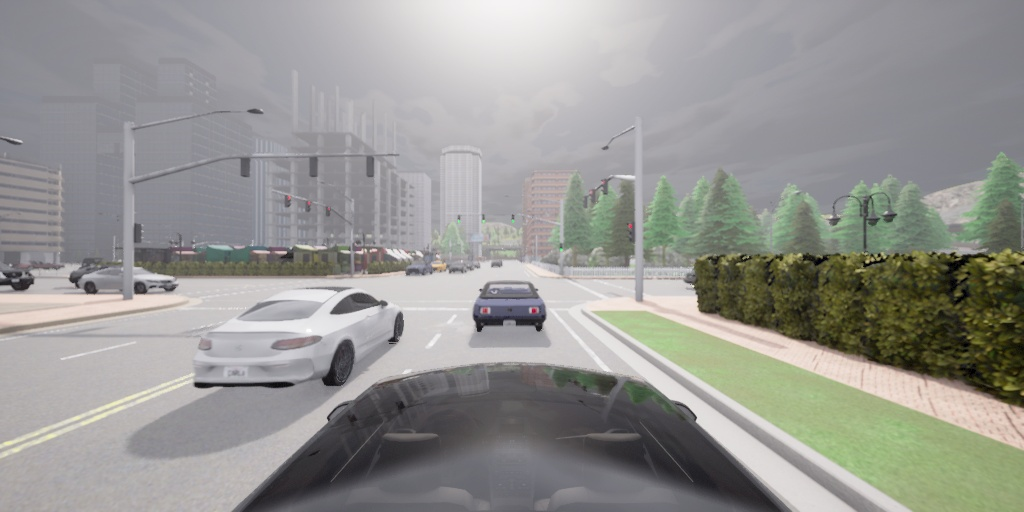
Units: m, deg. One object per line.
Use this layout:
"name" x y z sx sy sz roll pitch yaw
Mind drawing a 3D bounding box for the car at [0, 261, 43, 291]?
"car" -31.502 1.076 20.837 5.566 2.045 2.150 0 0 2

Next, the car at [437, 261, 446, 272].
"car" -10.469 1.480 50.320 1.882 1.535 5.008 0 0 0

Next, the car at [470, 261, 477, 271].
"car" -6.944 1.535 55.800 1.837 1.490 4.892 0 0 0

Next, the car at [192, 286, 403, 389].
"car" -3.522 1.303 6.836 1.812 1.442 4.674 0 0 -1

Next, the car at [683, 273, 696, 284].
"car" 13.988 1.404 23.022 5.357 1.411 2.033 0 0 2

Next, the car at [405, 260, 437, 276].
"car" -10.634 1.308 41.358 2.097 1.767 4.553 0 0 3

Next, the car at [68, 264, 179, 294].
"car" -21.928 1.377 20.576 4.674 1.442 1.812 0 0 2

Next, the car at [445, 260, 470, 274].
"car" -6.985 1.488 46.691 1.837 1.490 4.892 0 0 0

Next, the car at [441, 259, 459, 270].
"car" -10.413 1.406 60.391 2.097 1.767 4.553 0 0 0

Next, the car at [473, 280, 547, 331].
"car" -0.098 1.400 11.155 1.895 1.301 4.718 0 0 -1

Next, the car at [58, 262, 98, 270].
"car" -26.768 1.363 24.200 4.902 1.511 2.128 0 0 2
